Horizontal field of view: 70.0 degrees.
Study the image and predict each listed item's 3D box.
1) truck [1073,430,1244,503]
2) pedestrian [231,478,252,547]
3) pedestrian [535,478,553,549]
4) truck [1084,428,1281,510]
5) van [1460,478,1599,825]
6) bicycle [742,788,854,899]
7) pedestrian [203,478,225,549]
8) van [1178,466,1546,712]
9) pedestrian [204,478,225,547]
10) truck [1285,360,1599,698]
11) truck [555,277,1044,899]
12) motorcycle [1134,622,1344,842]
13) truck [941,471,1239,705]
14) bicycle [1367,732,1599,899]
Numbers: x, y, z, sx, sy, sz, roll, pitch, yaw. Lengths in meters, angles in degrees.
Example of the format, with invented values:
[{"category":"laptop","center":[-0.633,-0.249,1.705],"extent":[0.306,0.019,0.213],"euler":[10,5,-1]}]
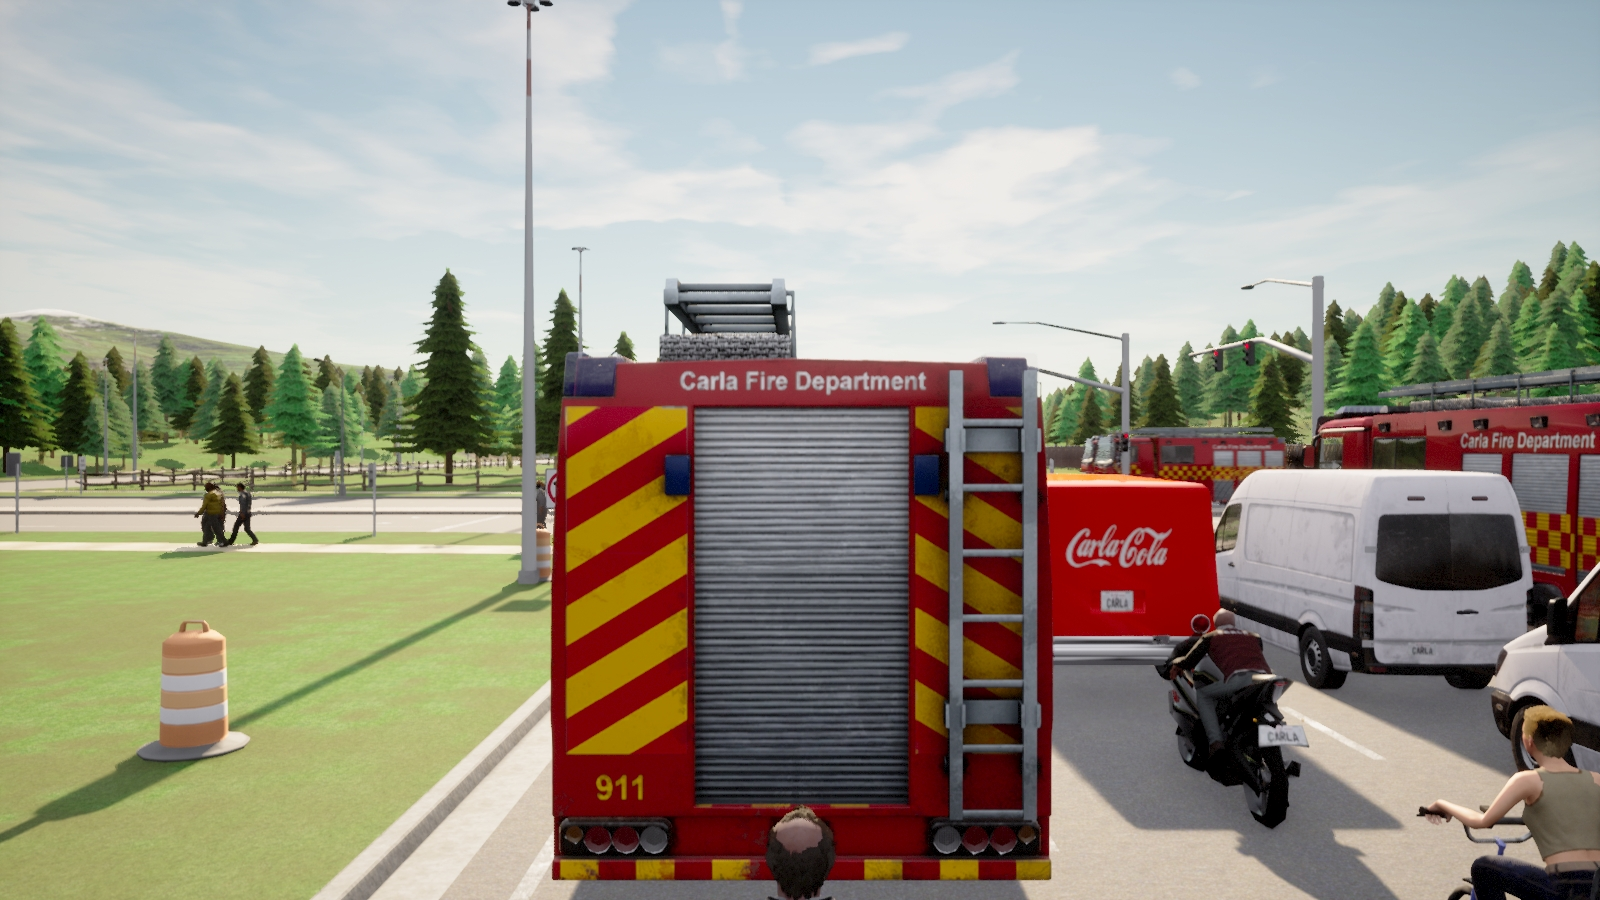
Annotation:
[{"category":"truck","center":[19.347,0.874,62.090],"extent":[8.468,3.827,2.891],"euler":[0,0,6]},{"category":"pedestrian","center":[-15.162,1.688,31.037],"extent":[0.375,1.860,0.375],"euler":[0,0,7]},{"category":"pedestrian","center":[-6.799,1.689,30.318],"extent":[0.375,1.860,0.375],"euler":[0,0,3]},{"category":"truck","center":[18.215,0.876,54.729],"extent":[8.468,3.827,2.891],"euler":[0,0,1]},{"category":"van","center":[6.995,1.532,7.434],"extent":[1.988,2.561,5.915],"euler":[0,0,0]},{"category":"bicycle","center":[-0.006,2.059,3.542],"extent":[0.329,1.471,1.835],"euler":[0,0,0]},{"category":"pedestrian","center":[-15.528,1.688,30.265],"extent":[0.375,1.860,0.375],"euler":[0,0,4]},{"category":"van","center":[6.998,1.530,15.196],"extent":[1.988,2.561,5.915],"euler":[0,0,0]},{"category":"pedestrian","center":[-15.962,1.688,31.145],"extent":[0.375,1.860,0.375],"euler":[0,0,6]},{"category":"truck","center":[10.497,0.886,17.071],"extent":[2.891,3.827,8.468],"euler":[0,0,0]},{"category":"truck","center":[-0.004,0.888,10.995],"extent":[2.891,3.827,8.468],"euler":[0,0,0]},{"category":"motorcycle","center":[3.491,2.202,9.350],"extent":[0.867,1.251,2.209],"euler":[0,0,0]},{"category":"truck","center":[3.509,1.564,15.143],"extent":[2.627,2.467,5.204],"euler":[0,0,0]},{"category":"bicycle","center":[3.482,2.156,5.413],"extent":[0.859,1.277,1.487],"euler":[0,0,0]}]
